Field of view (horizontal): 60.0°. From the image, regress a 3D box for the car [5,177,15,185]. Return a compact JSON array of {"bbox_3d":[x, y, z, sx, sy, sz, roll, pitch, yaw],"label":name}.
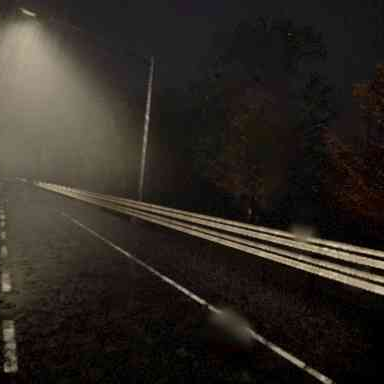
[{"bbox_3d":[-42.947,-2.519,78.581,2.033,1.411,5.357,5,0,-30],"label":"car"}]
